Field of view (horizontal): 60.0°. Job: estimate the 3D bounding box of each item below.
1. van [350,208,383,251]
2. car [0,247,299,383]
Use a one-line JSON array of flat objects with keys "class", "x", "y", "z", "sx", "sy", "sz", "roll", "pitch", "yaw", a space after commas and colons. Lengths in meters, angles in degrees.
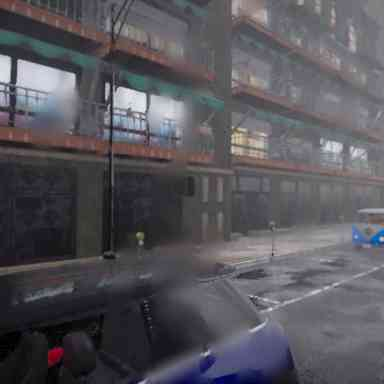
[{"class": "van", "x": 8.424, "y": 1.613, "z": 14.465, "sx": 3.998, "sy": 1.788, "sz": 1.690, "roll": 1, "pitch": -1, "yaw": -42}, {"class": "car", "x": -1.232, "y": 1.408, "z": 2.258, "sx": 4.553, "sy": 1.767, "sz": 2.097, "roll": 1, "pitch": -2, "yaw": -42}]
